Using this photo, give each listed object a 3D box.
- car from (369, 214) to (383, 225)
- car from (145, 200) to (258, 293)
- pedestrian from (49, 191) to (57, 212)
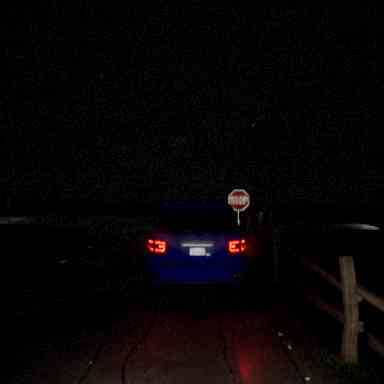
[{"bbox_3d":[16.839,2.048,25.820,5.357,1.411,2.033,2,3,0],"label":"car"},{"bbox_3d":[0.084,1.218,8.966,2.150,2.045,5.566,0,0,0],"label":"car"},{"bbox_3d":[-12.077,0.790,28.922,0.375,1.860,0.375,0,1,0],"label":"pedestrian"}]
